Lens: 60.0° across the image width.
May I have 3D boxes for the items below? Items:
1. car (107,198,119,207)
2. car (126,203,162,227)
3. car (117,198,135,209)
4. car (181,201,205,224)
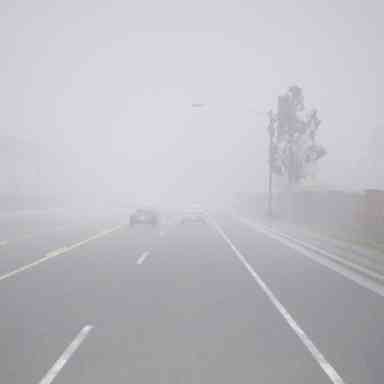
[{"bbox_3d":[-13.972,1.834,60.116,2.097,1.767,4.553,0,0,-1],"label":"car"},{"bbox_3d":[-3.395,1.763,24.732,1.994,1.385,4.181,0,0,0],"label":"car"},{"bbox_3d":[-10.489,2.041,54.720,1.895,1.301,4.718,0,0,0],"label":"car"},{"bbox_3d":[0.106,1.743,27.109,1.812,1.442,4.674,0,0,0],"label":"car"}]
